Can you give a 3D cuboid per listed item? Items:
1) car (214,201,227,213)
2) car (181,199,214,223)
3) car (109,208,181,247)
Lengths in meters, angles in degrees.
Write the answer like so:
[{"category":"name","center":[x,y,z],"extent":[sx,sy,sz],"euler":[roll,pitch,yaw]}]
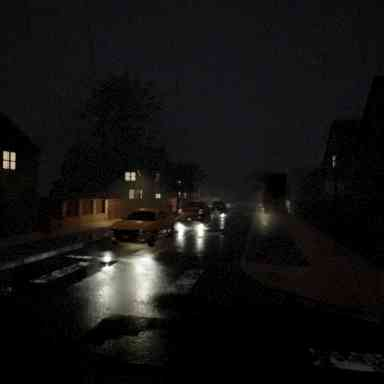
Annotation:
[{"category":"car","center":[3.342,1.876,42.266],"extent":[1.812,1.442,4.674],"euler":[1,-1,12]},{"category":"car","center":[0.259,1.519,27.486],"extent":[2.097,1.767,4.553],"euler":[1,0,12]},{"category":"car","center":[-2.168,1.532,15.696],"extent":[1.882,1.535,5.008],"euler":[1,0,11]}]
